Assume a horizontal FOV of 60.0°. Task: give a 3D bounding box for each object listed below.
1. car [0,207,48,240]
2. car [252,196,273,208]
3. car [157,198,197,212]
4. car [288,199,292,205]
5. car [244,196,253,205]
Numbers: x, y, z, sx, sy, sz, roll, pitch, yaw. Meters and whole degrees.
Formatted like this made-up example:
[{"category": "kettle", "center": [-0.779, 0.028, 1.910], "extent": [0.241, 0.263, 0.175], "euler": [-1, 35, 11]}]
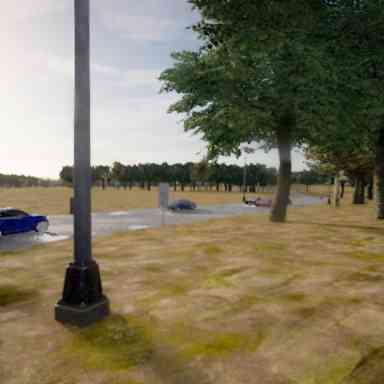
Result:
[{"category": "car", "center": [-9.640, 1.521, 17.216], "extent": [1.882, 1.535, 5.008], "euler": [1, 1, 16]}, {"category": "car", "center": [11.112, 1.588, 49.769], "extent": [1.994, 1.385, 4.181], "euler": [3, 1, 32]}, {"category": "car", "center": [-1.518, 1.364, 36.555], "extent": [2.033, 1.411, 5.357], "euler": [4, 1, 33]}, {"category": "car", "center": [16.172, 1.566, 58.366], "extent": [1.812, 1.442, 4.674], "euler": [3, 1, 30]}, {"category": "car", "center": [10.565, 1.433, 55.716], "extent": [2.033, 1.411, 5.357], "euler": [3, 1, 31]}]
